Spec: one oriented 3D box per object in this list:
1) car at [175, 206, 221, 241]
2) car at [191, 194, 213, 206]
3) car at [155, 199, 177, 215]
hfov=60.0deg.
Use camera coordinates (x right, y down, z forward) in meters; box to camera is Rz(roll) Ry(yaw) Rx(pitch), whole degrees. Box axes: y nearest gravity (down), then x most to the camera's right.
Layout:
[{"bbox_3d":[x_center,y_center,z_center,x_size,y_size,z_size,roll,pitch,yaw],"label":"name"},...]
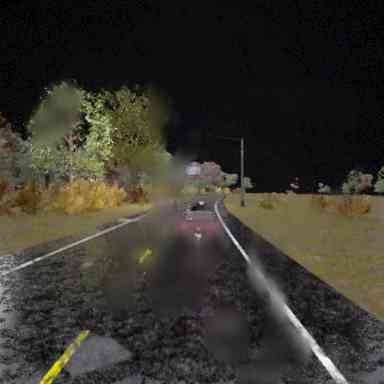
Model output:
[{"bbox_3d":[0.360,1.602,16.565,1.895,1.301,4.718,0,0,1],"label":"car"},{"bbox_3d":[1.045,1.224,34.906,2.150,2.045,5.566,0,0,3],"label":"car"},{"bbox_3d":[-2.642,1.476,34.824,1.882,1.535,5.008,0,0,3],"label":"car"}]
